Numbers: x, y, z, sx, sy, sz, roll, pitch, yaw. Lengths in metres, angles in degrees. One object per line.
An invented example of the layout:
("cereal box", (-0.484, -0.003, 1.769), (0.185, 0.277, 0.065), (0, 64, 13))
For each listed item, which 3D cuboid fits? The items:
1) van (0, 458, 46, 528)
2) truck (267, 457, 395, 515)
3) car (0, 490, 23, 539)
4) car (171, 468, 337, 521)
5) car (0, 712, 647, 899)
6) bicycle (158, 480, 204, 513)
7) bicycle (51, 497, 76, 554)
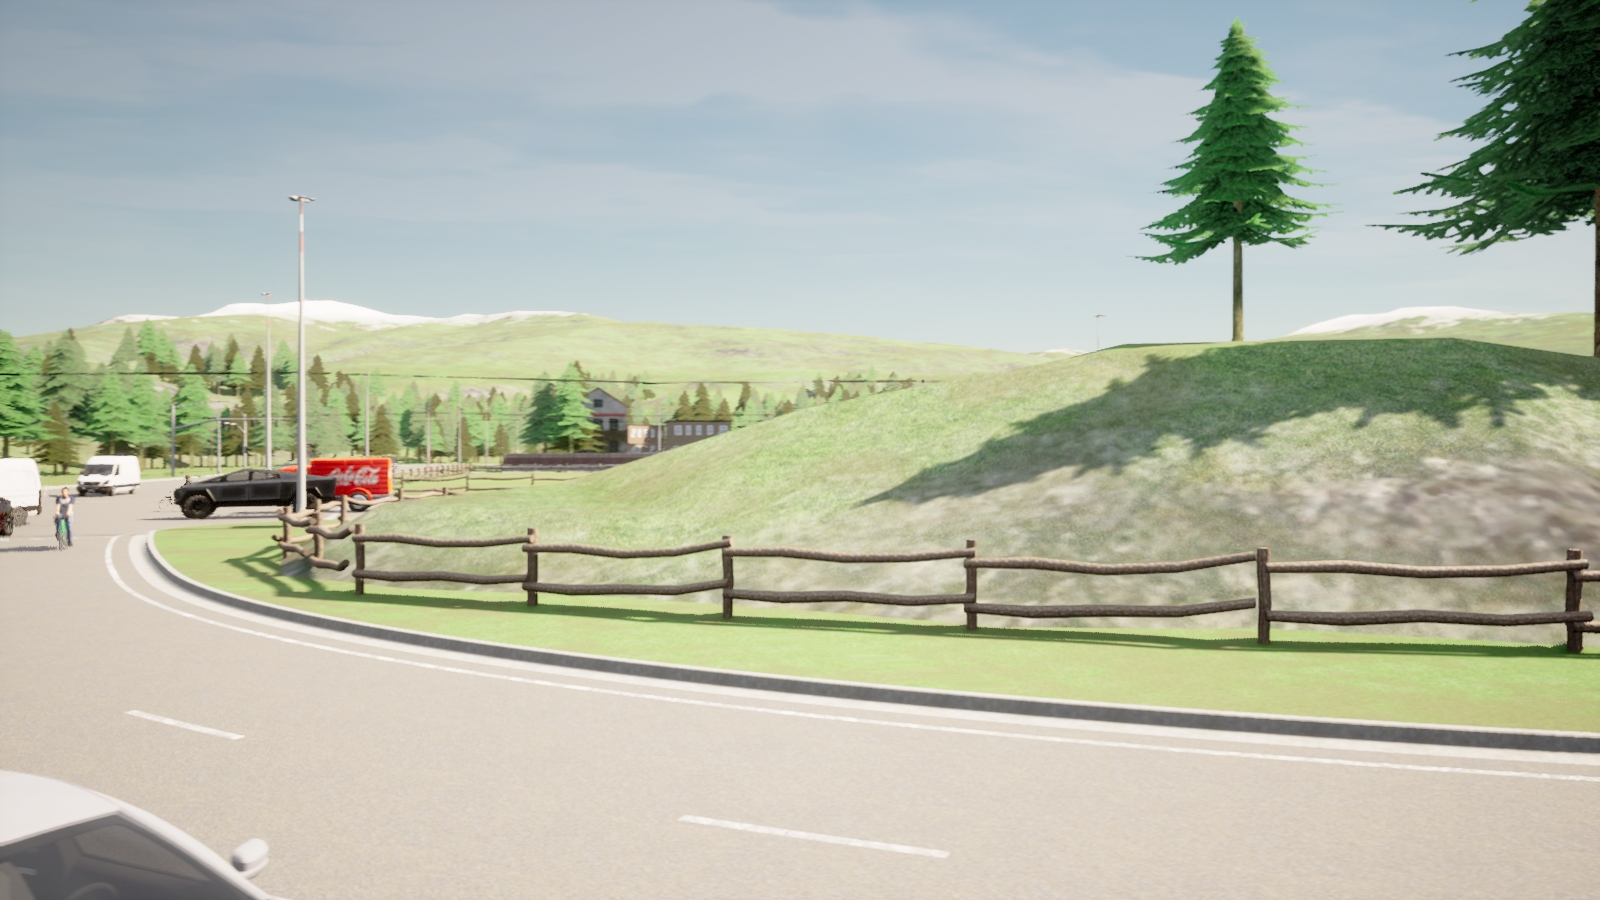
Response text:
("van", (-30.772, 1.623, 41.681), (1.988, 2.561, 5.915), (-1, 0, 9))
("truck", (-21.843, 1.643, 53.490), (5.204, 2.467, 2.627), (-1, 0, -16))
("car", (-26.719, 2.118, 36.340), (2.007, 1.525, 4.514), (0, 0, -16))
("car", (-23.281, 1.843, 48.988), (6.274, 2.098, 2.390), (0, 0, -24))
("car", (-3.275, 2.045, 4.181), (5.006, 1.535, 2.097), (0, 0, 23))
("bicycle", (-28.901, 2.162, 53.343), (1.835, 1.471, 0.329), (0, 3, -39))
("bicycle", (-20.926, 2.122, 32.481), (0.373, 1.496, 1.643), (0, 0, -25))
